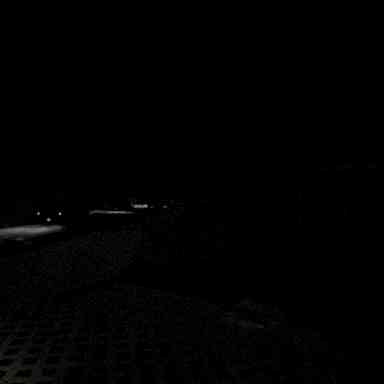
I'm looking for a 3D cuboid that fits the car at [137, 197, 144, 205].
[{"bbox_3d":[-8.474,1.579,58.011,1.895,1.301,4.718,0,0,-3],"label":"car"}]

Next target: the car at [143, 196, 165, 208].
[{"bbox_3d":[-5.379,1.537,48.029,1.994,1.385,4.181,1,0,-1],"label":"car"}]

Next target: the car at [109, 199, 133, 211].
[{"bbox_3d":[-8.353,1.479,39.502,2.033,1.411,5.357,0,0,1],"label":"car"}]

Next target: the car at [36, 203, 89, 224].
[{"bbox_3d":[-9.160,1.498,23.853,1.895,1.301,4.718,1,0,4],"label":"car"}]
